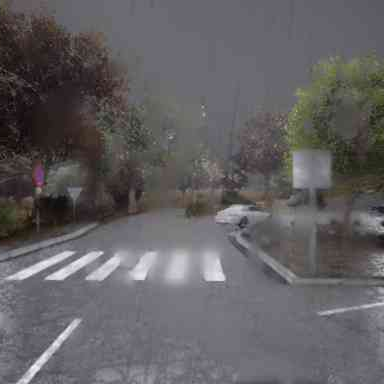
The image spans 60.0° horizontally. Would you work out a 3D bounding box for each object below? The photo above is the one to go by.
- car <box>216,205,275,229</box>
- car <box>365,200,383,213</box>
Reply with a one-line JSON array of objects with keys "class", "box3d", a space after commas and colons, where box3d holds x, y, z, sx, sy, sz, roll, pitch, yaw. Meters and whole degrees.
[{"class": "car", "box3d": [3.555, 1.563, 21.897, 4.674, 1.442, 1.812, 0, -1, -42]}, {"class": "car", "box3d": [21.015, 1.586, 35.716, 2.163, 1.488, 4.792, 0, -1, -21]}]
